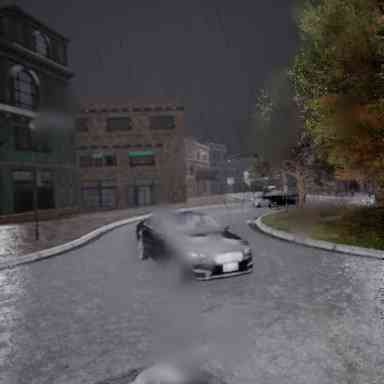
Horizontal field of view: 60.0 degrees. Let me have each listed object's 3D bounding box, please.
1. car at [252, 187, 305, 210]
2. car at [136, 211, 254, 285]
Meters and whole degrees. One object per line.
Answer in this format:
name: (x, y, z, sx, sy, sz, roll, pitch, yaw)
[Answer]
car: (7.180, 0.562, 27.452, 4.902, 1.511, 2.128, -3, 1, -30)
car: (-0.207, 1.321, 9.334, 2.128, 1.511, 4.902, -3, 2, -25)
